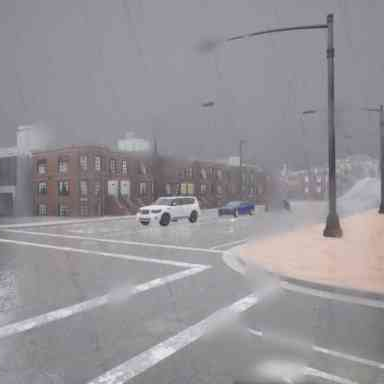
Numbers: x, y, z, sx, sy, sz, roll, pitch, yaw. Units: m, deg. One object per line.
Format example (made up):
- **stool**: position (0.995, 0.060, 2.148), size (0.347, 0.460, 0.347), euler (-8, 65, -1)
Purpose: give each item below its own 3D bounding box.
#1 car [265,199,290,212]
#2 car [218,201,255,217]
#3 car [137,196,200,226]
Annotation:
- **car**: position (10.640, 1.645, 41.115), size (1.812, 1.442, 4.674), euler (-1, -1, 37)
- **car**: position (4.448, 1.601, 32.899), size (1.882, 1.535, 5.008), euler (-1, -1, 37)
- **car**: position (-1.592, 1.348, 24.870), size (2.150, 2.045, 5.566), euler (-1, -1, 37)
